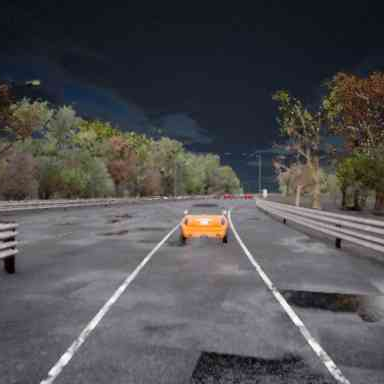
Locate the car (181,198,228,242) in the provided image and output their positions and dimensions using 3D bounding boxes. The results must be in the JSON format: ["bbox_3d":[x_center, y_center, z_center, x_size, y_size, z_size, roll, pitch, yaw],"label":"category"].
[{"bbox_3d":[0.658,1.344,16.474,2.097,1.767,4.553,0,0,3],"label":"car"}]
